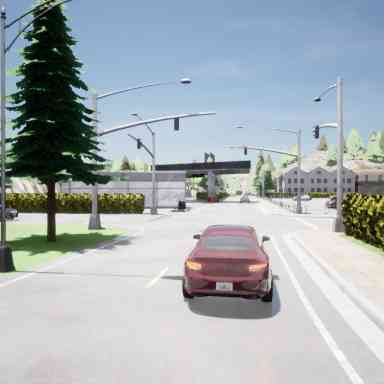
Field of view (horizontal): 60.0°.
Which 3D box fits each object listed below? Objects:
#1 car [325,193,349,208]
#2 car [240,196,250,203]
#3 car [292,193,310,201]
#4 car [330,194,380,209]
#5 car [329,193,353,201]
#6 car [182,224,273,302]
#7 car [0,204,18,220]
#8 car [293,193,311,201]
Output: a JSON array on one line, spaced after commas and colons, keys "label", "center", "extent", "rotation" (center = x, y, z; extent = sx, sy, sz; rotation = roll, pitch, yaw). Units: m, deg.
[{"label": "car", "center": [19.527, 1.330, 42.010], "extent": [5.027, 1.636, 2.152], "rotation": [0, 0, 9]}, {"label": "car", "center": [10.847, 1.526, 68.051], "extent": [1.812, 1.442, 4.674], "rotation": [0, 0, 10]}, {"label": "car", "center": [24.902, 1.361, 75.843], "extent": [3.806, 1.475, 1.970], "rotation": [0, 0, 9]}, {"label": "car", "center": [19.082, 1.340, 38.905], "extent": [4.514, 1.523, 2.007], "rotation": [0, 0, 9]}, {"label": "car", "center": [33.280, 1.097, 74.538], "extent": [4.605, 1.855, 1.932], "rotation": [0, 0, 9]}, {"label": "car", "center": [0.939, 1.526, 8.223], "extent": [1.812, 1.442, 4.674], "rotation": [0, 0, 9]}, {"label": "car", "center": [-16.209, 1.492, 26.253], "extent": [4.902, 1.511, 2.128], "rotation": [0, 0, 9]}, {"label": "car", "center": [26.032, 1.077, 79.029], "extent": [3.866, 1.878, 1.905], "rotation": [0, 0, 9]}]
